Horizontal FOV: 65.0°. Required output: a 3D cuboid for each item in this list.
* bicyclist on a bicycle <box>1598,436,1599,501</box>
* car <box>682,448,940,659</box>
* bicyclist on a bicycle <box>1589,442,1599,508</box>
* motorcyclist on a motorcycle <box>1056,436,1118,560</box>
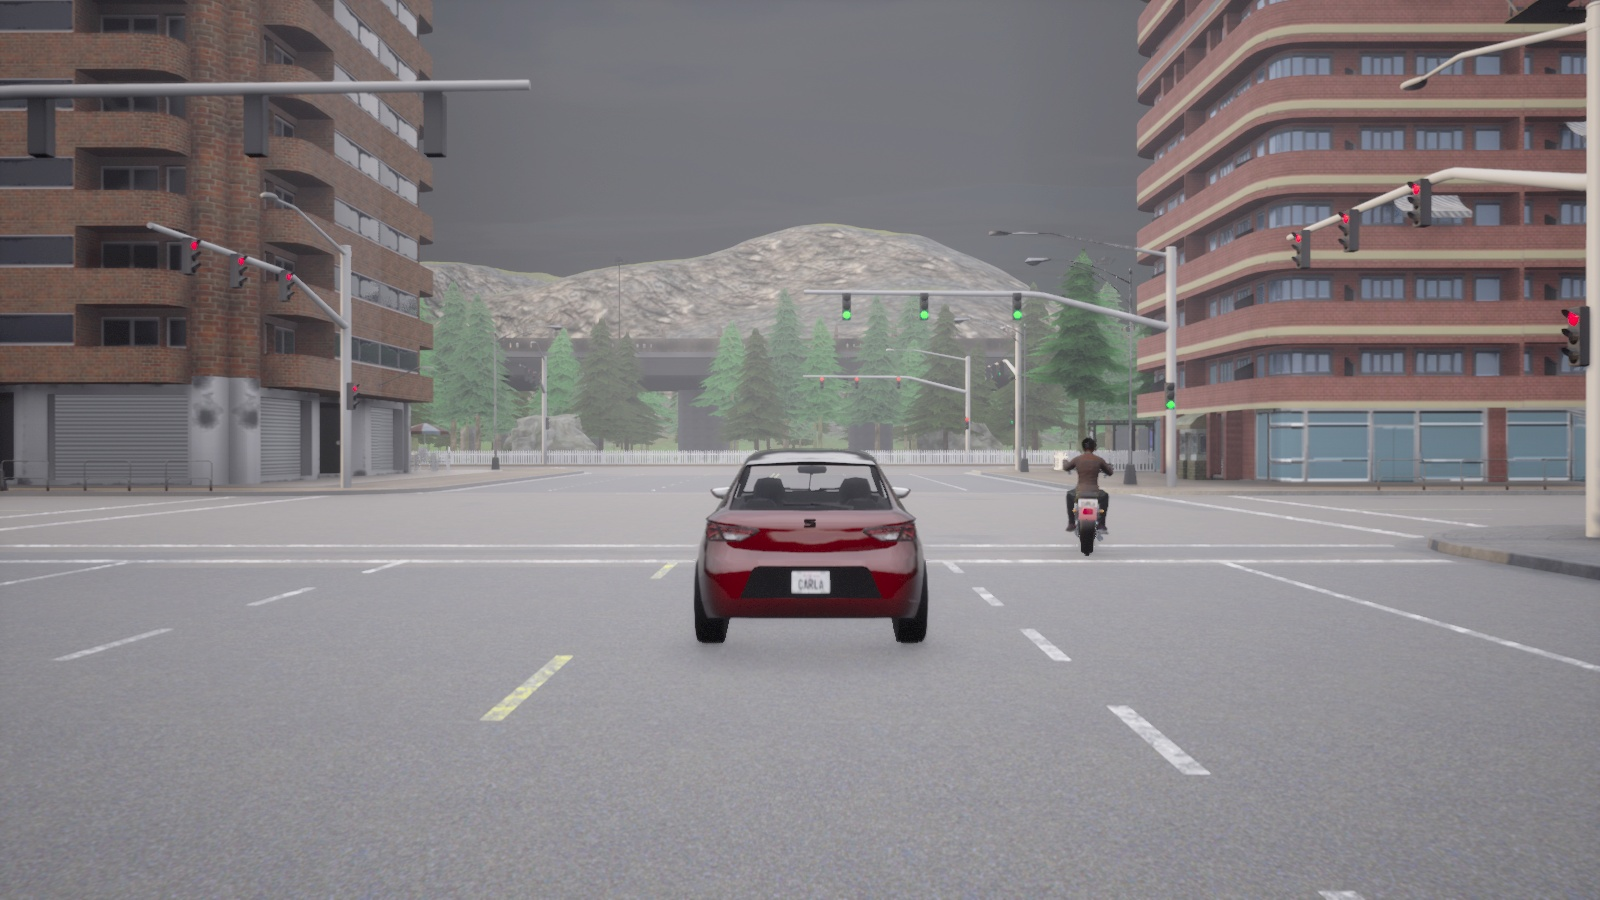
[{"bbox_3d":[22.963,0.519,34.351,1.843,1.776,0.659,0,0,0],"label":"bicyclist on a bicycle"},{"bbox_3d":[0.094,0.723,10.949,1.816,1.474,4.193,0,0,0],"label":"car"},{"bbox_3d":[20.417,0.611,30.865,1.656,1.620,0.582,0,0,0],"label":"bicyclist on a bicycle"},{"bbox_3d":[4.128,0.639,18.024,0.766,1.649,2.350,1,0,13],"label":"motorcyclist on a motorcycle"}]
